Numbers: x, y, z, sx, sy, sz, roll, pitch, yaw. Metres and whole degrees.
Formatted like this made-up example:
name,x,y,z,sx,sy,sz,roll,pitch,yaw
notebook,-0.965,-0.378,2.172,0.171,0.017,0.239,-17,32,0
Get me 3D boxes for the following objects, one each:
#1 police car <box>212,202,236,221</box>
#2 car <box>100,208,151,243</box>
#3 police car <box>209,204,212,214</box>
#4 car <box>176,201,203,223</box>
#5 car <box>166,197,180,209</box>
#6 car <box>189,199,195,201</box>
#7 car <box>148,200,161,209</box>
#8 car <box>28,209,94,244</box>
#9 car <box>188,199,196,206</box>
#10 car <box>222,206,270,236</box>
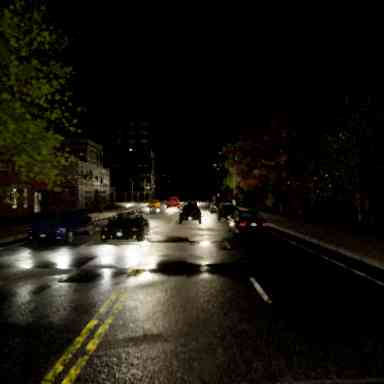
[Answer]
name,x,y,z,sx,sy,sz,roll,pitch,yaw
police car,3.252,1.803,31.096,1.930,1.638,5.238,0,-1,0
car,-3.348,1.774,17.279,1.994,1.385,4.181,0,-1,0
police car,3.253,2.015,41.985,2.038,1.542,4.974,0,-1,0
car,-0.108,1.856,28.750,1.837,1.490,4.892,0,0,1
car,-3.292,1.905,57.987,2.150,2.045,5.566,0,-1,1
car,0.012,2.297,67.301,1.837,1.490,4.892,0,-3,0
car,-6.545,2.176,58.028,1.882,1.535,5.008,0,-1,1
car,-6.598,1.687,17.208,1.882,1.535,5.008,0,-1,0
car,0.006,2.399,78.996,1.882,1.535,5.008,0,-1,0
car,3.252,1.790,19.985,2.033,1.411,5.357,0,-1,0
